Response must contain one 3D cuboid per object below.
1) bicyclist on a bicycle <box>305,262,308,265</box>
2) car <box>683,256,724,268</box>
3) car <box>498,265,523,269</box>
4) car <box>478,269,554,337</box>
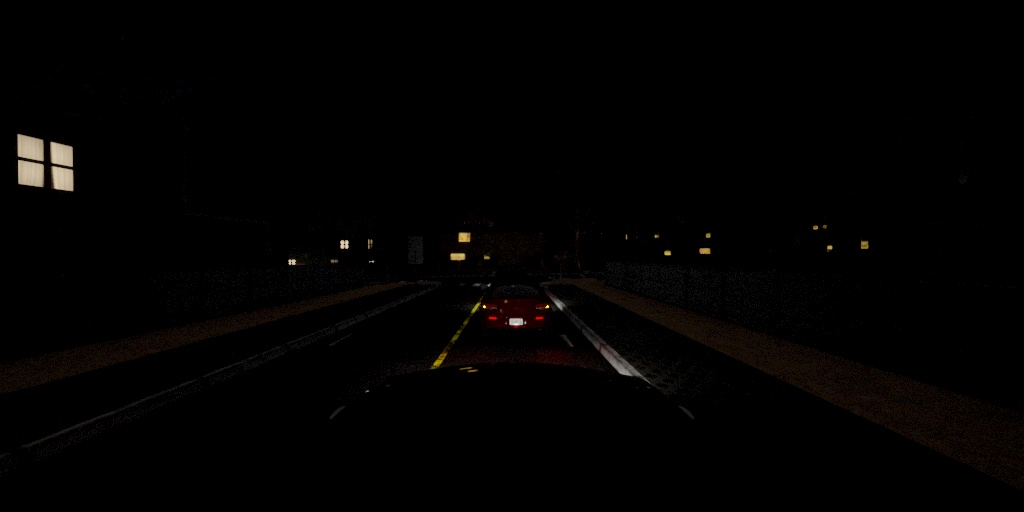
[{"bbox_3d":[-20.228,1.439,35.482,0.582,1.620,1.656,-1,1,0],"label":"bicyclist on a bicycle"},{"bbox_3d":[16.526,0.789,32.702,5.008,1.535,1.882,-1,1,0],"label":"car"},{"bbox_3d":[-0.100,1.267,21.252,1.837,1.490,4.892,0,0,-3],"label":"car"},{"bbox_3d":[0.086,1.277,10.164,1.812,1.442,4.674,0,0,0],"label":"car"}]
